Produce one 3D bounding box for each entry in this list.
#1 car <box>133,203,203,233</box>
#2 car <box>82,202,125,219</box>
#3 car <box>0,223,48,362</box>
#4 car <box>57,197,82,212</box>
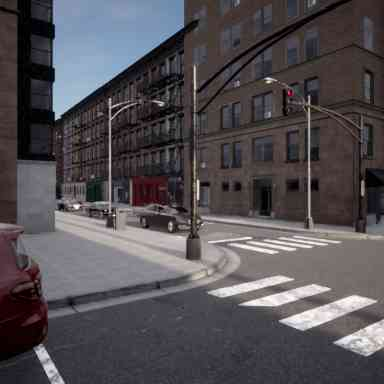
[{"bbox_3d":[-1.321,1.438,19.346,1.837,1.490,4.892,0,0,-37],"label":"car"},{"bbox_3d":[-7.296,1.487,27.731,1.895,1.301,4.718,0,0,-35],"label":"car"},{"bbox_3d":[-4.107,1.315,3.262,5.009,1.841,2.192,0,0,-35],"label":"car"},{"bbox_3d":[-13.176,1.331,35.994,2.128,1.511,4.902,0,0,-35],"label":"car"}]
